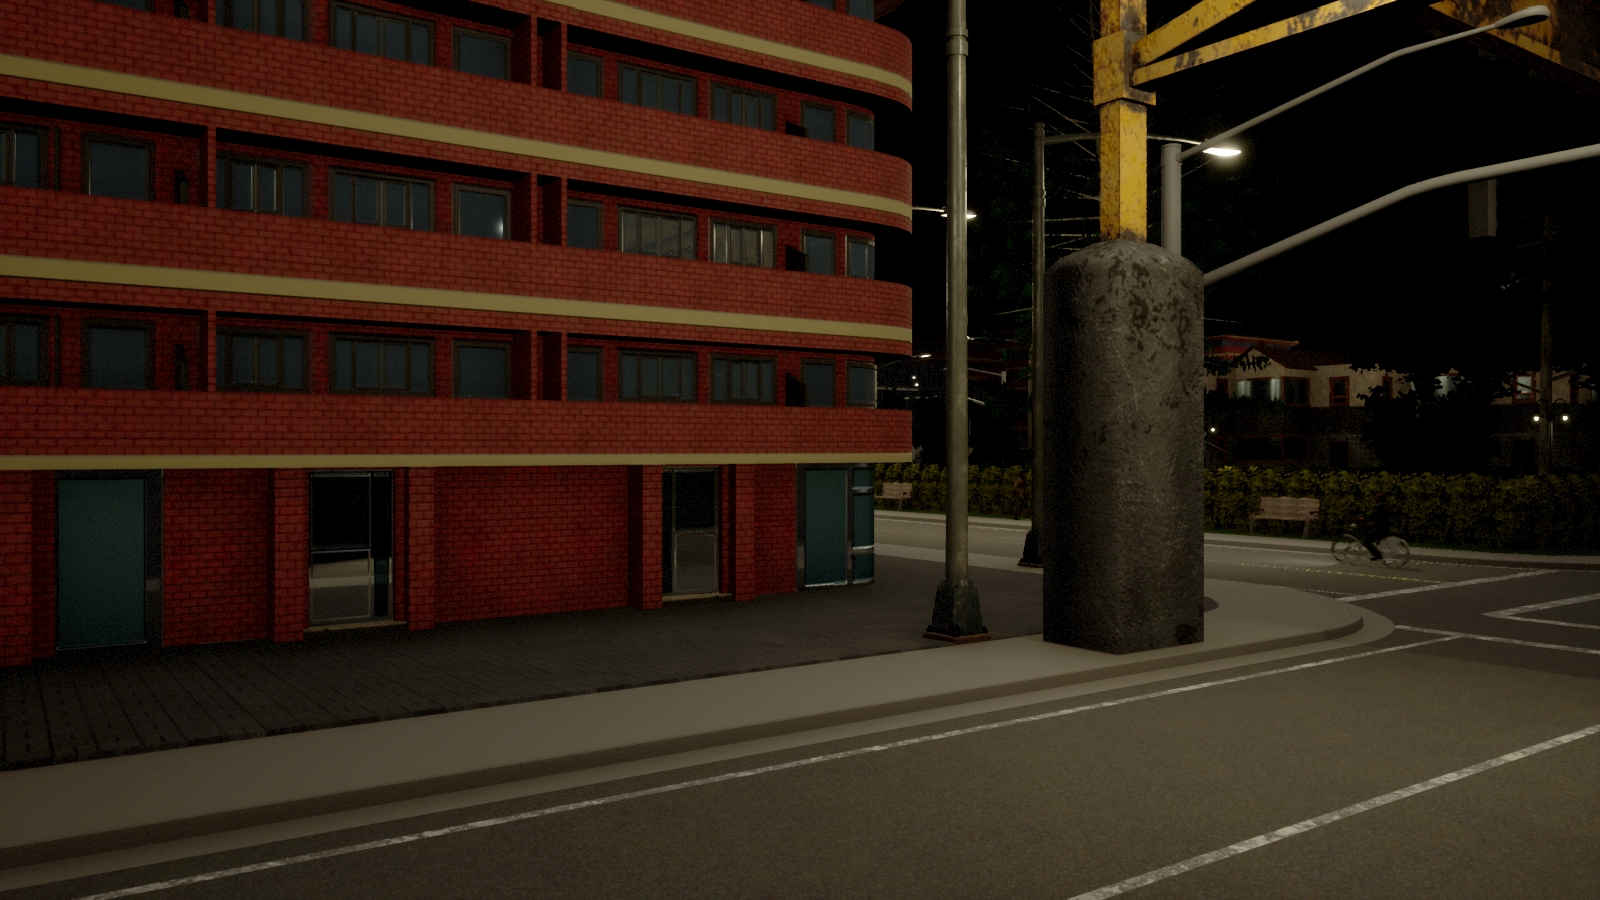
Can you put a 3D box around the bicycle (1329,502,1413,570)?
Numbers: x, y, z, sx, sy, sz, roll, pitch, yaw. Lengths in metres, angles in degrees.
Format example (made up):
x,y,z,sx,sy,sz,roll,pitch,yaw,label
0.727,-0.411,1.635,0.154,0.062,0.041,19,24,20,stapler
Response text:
x,y,z,sx,sy,sz,roll,pitch,yaw,label
13.597,2.036,27.262,0.329,1.496,1.835,0,0,-37,bicycle

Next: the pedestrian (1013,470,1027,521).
x,y,z,sx,sy,sz,roll,pitch,yaw,label
8.138,1.686,42.261,0.375,1.860,0.375,0,0,-34,pedestrian
